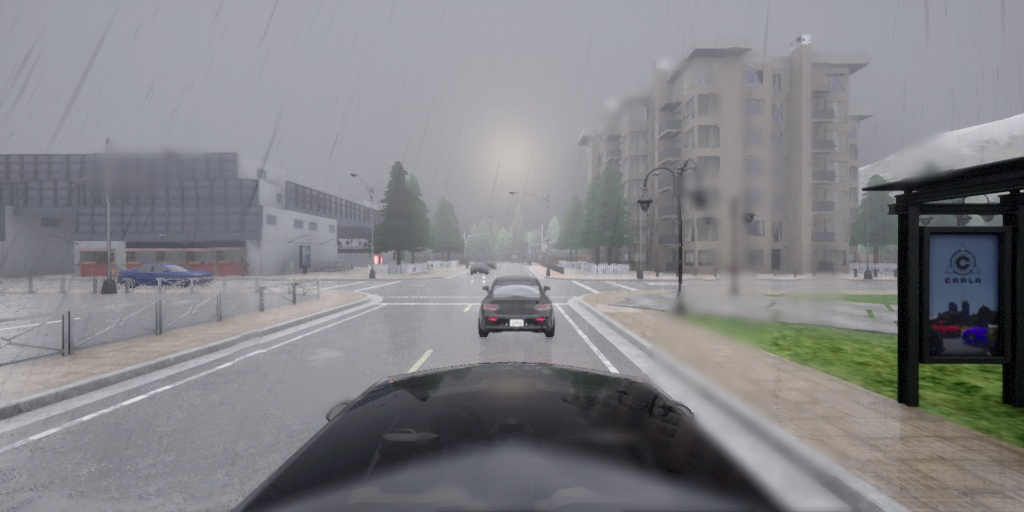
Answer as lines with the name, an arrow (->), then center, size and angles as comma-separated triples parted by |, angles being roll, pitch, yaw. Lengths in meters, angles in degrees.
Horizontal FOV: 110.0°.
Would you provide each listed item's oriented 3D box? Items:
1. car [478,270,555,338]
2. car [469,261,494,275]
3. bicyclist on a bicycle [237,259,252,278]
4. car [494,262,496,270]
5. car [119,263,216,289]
car -> 0.124, 1.275, 10.030 | 1.812, 1.442, 4.674 | 0, 0, 1
car -> -3.398, 1.296, 38.829 | 2.033, 1.411, 5.357 | 0, 0, 1
bicyclist on a bicycle -> -22.224, 1.035, 29.781 | 0.582, 1.620, 1.656 | 0, 0, 1
car -> -3.320, 1.349, 52.192 | 1.895, 1.301, 4.718 | 0, 0, 0
car -> -21.308, 1.212, 22.282 | 5.008, 1.535, 1.882 | 0, 0, 1
